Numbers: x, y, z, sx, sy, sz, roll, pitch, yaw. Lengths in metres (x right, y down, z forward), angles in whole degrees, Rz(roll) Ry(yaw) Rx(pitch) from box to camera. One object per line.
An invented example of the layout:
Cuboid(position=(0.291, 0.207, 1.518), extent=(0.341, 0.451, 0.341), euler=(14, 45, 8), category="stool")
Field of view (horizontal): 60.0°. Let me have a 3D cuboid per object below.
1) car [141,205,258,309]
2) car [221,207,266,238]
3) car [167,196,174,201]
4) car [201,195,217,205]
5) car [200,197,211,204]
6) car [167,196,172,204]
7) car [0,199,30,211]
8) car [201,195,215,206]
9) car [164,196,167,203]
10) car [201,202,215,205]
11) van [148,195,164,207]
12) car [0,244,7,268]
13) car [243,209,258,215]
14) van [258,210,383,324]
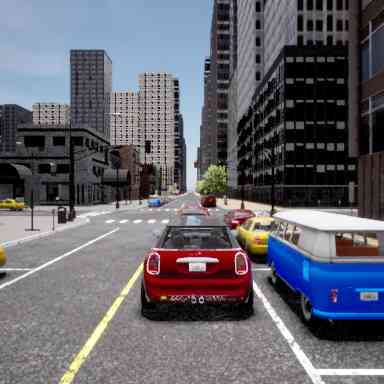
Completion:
Cuboid(position=(0.094, 1.352, 8.027), extent=(2.097, 1.767, 4.553), euler=(0, 0, 0), category="car")
Cuboid(position=(2.676, 1.587, 18.213), extent=(1.802, 1.307, 4.206), euler=(0, 0, 0), category="car")
Cuboid(position=(-5.747, 1.673, 89.091), extent=(1.752, 1.417, 4.829), euler=(0, 0, 0), category="car")
Cuboid(position=(2.655, 1.369, 50.601), extent=(2.192, 1.841, 5.009), euler=(0, 0, 0), category="car")
Cuboid(position=(2.647, 1.655, 67.173), extent=(1.947, 1.339, 4.313), euler=(0, 0, 0), category="car")
Cuboid(position=(-5.734, 1.529, 67.166), extent=(1.967, 1.590, 4.097), euler=(0, 0, 0), category="car")
Cuboid(position=(-21.432, 1.469, 38.415), extent=(4.829, 1.417, 1.752), euler=(0, 0, 0), category="car")
Cuboid(position=(2.652, 1.380, 56.125), extent=(2.192, 1.841, 5.009), euler=(0, 0, 0), category="car")
Cuboid(position=(-5.727, 1.505, 56.117), extent=(1.967, 1.590, 4.097), euler=(0, 0, 0), category="car")
Cuboid(position=(0.089, 1.482, 17.233), extent=(1.882, 1.535, 5.008), euler=(0, 0, 0), category="car")
Cuboid(position=(-5.724, 1.395, 50.594), extent=(1.690, 1.788, 3.998), euler=(0, 0, 0), category="van")
Cuboid(position=(-5.697, 1.525, 6.711), extent=(1.752, 1.417, 4.829), euler=(0, 0, 0), category="car")
Cuboid(position=(2.679, 1.527, 12.720), extent=(1.752, 1.417, 4.829), euler=(0, 0, 0), category="car")
Cuboid(position=(2.683, 1.341, 6.886), extent=(1.690, 1.788, 3.998), euler=(0, 0, 0), category="van")
